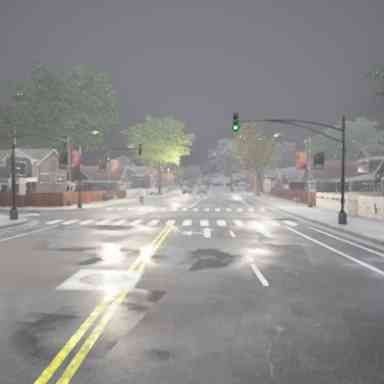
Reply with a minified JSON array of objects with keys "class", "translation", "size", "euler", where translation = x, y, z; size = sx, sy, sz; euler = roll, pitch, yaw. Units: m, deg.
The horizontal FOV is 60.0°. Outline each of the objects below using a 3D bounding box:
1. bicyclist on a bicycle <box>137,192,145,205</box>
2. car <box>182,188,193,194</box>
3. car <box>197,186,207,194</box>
[{"class":"bicyclist on a bicycle","translation":[-5.917,0.743,38.983],"size":[0.866,1.612,1.509],"euler":[0,1,3]},{"class":"car","translation":[-0.980,-0.253,74.752],"size":[1.994,1.385,4.181],"euler":[0,1,7]},{"class":"car","translation":[2.257,-0.442,74.451],"size":[2.097,1.767,4.553],"euler":[0,1,7]}]
